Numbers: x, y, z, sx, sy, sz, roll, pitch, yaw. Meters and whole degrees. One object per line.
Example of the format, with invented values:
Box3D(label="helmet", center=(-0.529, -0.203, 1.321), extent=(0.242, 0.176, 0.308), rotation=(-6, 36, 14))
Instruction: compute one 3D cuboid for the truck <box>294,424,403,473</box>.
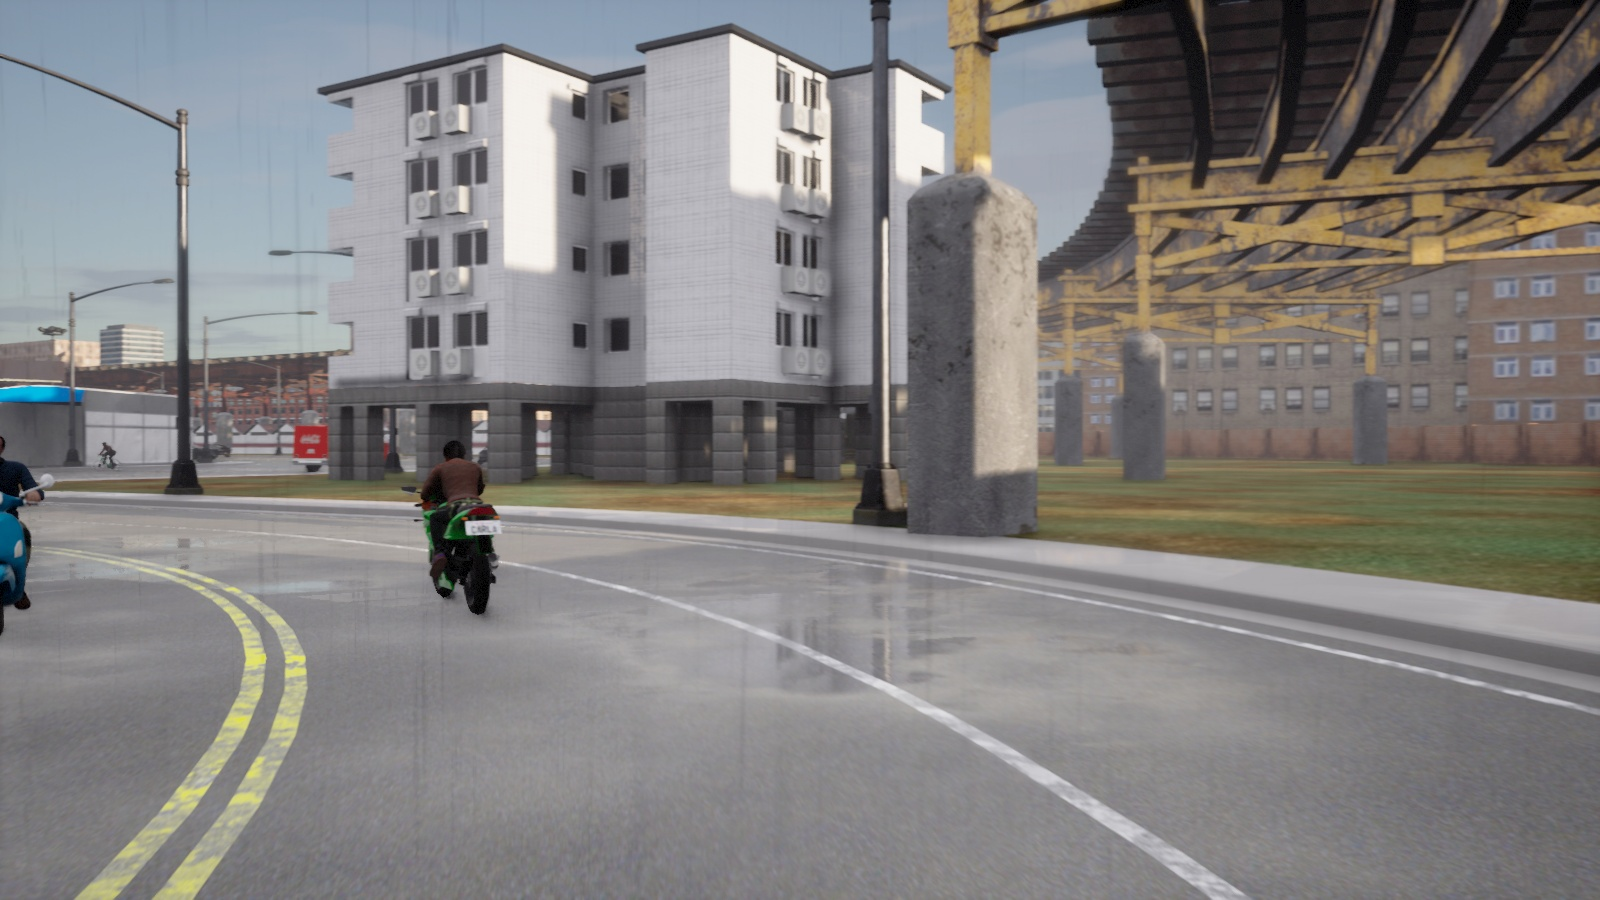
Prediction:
Box3D(label="truck", center=(-23.733, -0.106, 66.184), extent=(2.627, 2.467, 5.204), rotation=(0, 0, 22))

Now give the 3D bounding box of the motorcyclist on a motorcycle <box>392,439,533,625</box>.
Box3D(label="motorcyclist on a motorcycle", center=(-3.109, 0.665, 11.413), extent=(0.797, 1.523, 2.044), rotation=(-1, 1, -27))

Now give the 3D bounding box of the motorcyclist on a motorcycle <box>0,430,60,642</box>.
Box3D(label="motorcyclist on a motorcycle", center=(-6.539, 0.645, 10.175), extent=(0.866, 1.590, 1.817), rotation=(-1, 1, -32))
